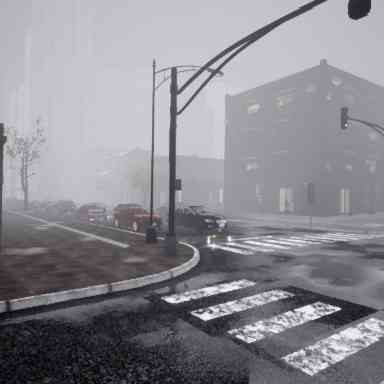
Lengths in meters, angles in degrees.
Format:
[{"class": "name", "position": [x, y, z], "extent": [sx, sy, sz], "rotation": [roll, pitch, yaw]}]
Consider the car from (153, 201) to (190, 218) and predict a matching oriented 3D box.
[{"class": "car", "position": [-2.134, 1.761, 34.060], "extent": [1.967, 1.590, 4.097], "rotation": [1, -1, -35]}]

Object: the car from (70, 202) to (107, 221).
[{"class": "car", "position": [-8.584, 1.730, 28.207], "extent": [1.802, 1.307, 4.206], "rotation": [1, -1, -35]}]

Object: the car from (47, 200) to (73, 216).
[{"class": "car", "position": [-13.741, 1.792, 35.585], "extent": [1.947, 1.339, 4.313], "rotation": [1, -1, -35]}]

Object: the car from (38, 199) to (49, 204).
[{"class": "car", "position": [-38.012, 2.404, 85.149], "extent": [1.752, 1.417, 4.829], "rotation": [1, -1, -35]}]

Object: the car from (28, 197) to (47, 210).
[{"class": "car", "position": [-22.718, 1.892, 48.546], "extent": [1.752, 1.417, 4.829], "rotation": [1, -1, -35]}]

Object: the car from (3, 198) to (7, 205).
[{"class": "car", "position": [-38.441, 1.931, 71.144], "extent": [2.192, 1.841, 5.009], "rotation": [1, -1, -35]}]

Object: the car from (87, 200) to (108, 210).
[{"class": "car", "position": [-14.820, 2.039, 52.098], "extent": [1.752, 1.417, 4.829], "rotation": [1, -1, -35]}]

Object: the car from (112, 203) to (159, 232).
[{"class": "car", "position": [-3.426, 1.615, 20.831], "extent": [1.887, 1.381, 4.507], "rotation": [1, -1, -35]}]

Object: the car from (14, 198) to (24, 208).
[{"class": "car", "position": [-29.113, 2.013, 57.785], "extent": [1.887, 1.381, 4.507], "rotation": [1, -1, -35]}]

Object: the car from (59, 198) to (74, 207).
[{"class": "car", "position": [-25.233, 2.115, 66.872], "extent": [1.967, 1.590, 4.097], "rotation": [1, -1, -35]}]

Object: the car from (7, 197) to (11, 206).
[{"class": "car", "position": [-35.272, 2.132, 66.606], "extent": [1.947, 1.339, 4.313], "rotation": [1, -1, -35]}]

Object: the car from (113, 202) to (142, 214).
[{"class": "car", "position": [-8.338, 1.966, 42.921], "extent": [2.008, 1.369, 4.403], "rotation": [1, -1, -35]}]

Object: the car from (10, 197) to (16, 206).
[{"class": "car", "position": [-32.101, 2.082, 62.072], "extent": [1.947, 1.339, 4.313], "rotation": [1, -1, -35]}]

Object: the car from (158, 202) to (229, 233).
[{"class": "car", "position": [0.247, 1.593, 20.335], "extent": [2.128, 1.511, 4.902], "rotation": [1, -1, -35]}]

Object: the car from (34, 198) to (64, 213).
[{"class": "car", "position": [-18.041, 1.843, 41.785], "extent": [2.008, 1.369, 4.403], "rotation": [1, -1, -35]}]

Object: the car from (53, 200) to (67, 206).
[{"class": "car", "position": [-28.403, 2.307, 71.405], "extent": [1.802, 1.307, 4.206], "rotation": [1, -1, -35]}]
